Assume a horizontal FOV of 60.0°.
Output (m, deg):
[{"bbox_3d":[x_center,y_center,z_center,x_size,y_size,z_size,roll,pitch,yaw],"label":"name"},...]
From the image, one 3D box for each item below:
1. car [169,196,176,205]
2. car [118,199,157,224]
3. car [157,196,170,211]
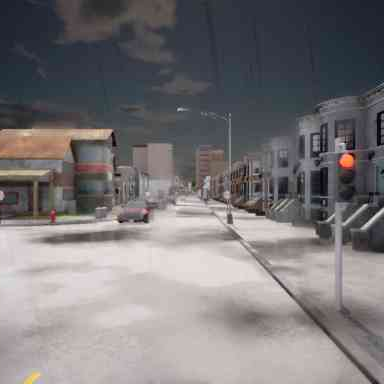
[{"bbox_3d":[-3.950,1.506,61.260,1.837,1.490,4.892,0,-1,1],"label":"car"},{"bbox_3d":[-4.072,1.351,24.679,2.097,1.767,4.553,0,0,0],"label":"car"},{"bbox_3d":[-4.042,1.563,39.550,1.994,1.385,4.181,0,0,0],"label":"car"}]
